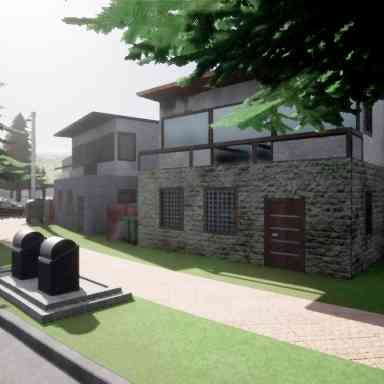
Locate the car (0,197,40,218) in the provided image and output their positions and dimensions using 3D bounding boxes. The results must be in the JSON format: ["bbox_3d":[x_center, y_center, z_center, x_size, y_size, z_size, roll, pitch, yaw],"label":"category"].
[{"bbox_3d":[-15.824,1.496,28.315,5.008,1.535,1.882,0,1,-22],"label":"car"}]
